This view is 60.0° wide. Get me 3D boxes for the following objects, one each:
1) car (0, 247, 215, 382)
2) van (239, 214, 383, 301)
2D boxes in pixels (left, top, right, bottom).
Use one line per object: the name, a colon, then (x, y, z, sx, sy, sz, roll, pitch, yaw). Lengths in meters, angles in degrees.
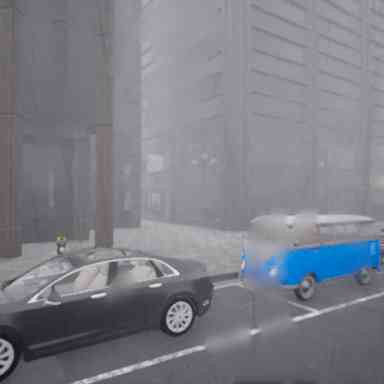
car: (-1.681, 1.625, 5.298, 4.403, 1.369, 2.008, 1, -1, -33)
van: (3.040, 1.479, 8.381, 3.998, 1.788, 1.690, 1, -1, -33)
